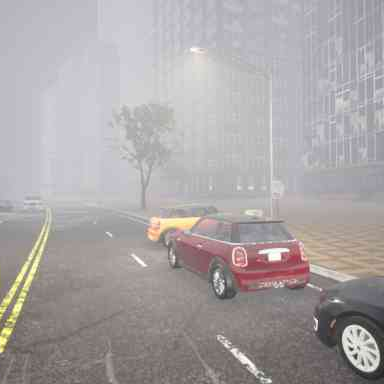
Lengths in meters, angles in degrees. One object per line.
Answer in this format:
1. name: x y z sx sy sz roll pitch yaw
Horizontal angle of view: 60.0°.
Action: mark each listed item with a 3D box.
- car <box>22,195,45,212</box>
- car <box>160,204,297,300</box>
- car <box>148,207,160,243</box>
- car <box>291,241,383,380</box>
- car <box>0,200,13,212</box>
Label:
1. car: -18.722 1.341 39.338 2.150 2.045 5.566 0 0 -24
2. car: 0.905 1.355 8.810 2.097 1.767 4.553 0 0 -22
3. car: 0.424 1.276 14.375 4.553 1.767 2.097 -3 1 -18
4. car: 3.629 1.505 3.334 1.837 1.490 4.892 0 0 -35
5. car: -21.705 1.602 38.048 1.994 1.385 4.181 0 0 -24
